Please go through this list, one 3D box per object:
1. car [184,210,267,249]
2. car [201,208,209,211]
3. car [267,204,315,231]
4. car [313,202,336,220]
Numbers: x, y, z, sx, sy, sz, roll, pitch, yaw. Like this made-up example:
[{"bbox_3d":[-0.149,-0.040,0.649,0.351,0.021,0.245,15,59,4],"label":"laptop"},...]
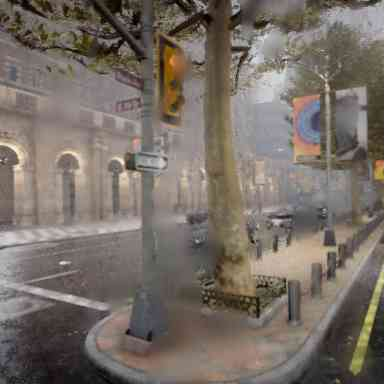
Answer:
[{"bbox_3d":[1.523,1.724,15.119,1.837,1.490,4.892,-1,-1,33],"label":"car"},{"bbox_3d":[1.478,1.998,27.308,1.895,1.301,4.718,-1,-1,33],"label":"car"},{"bbox_3d":[6.670,1.785,23.092,2.128,1.511,4.902,-1,-1,33],"label":"car"},{"bbox_3d":[12.226,1.725,31.685,2.097,1.767,4.553,-1,-1,33],"label":"car"}]
